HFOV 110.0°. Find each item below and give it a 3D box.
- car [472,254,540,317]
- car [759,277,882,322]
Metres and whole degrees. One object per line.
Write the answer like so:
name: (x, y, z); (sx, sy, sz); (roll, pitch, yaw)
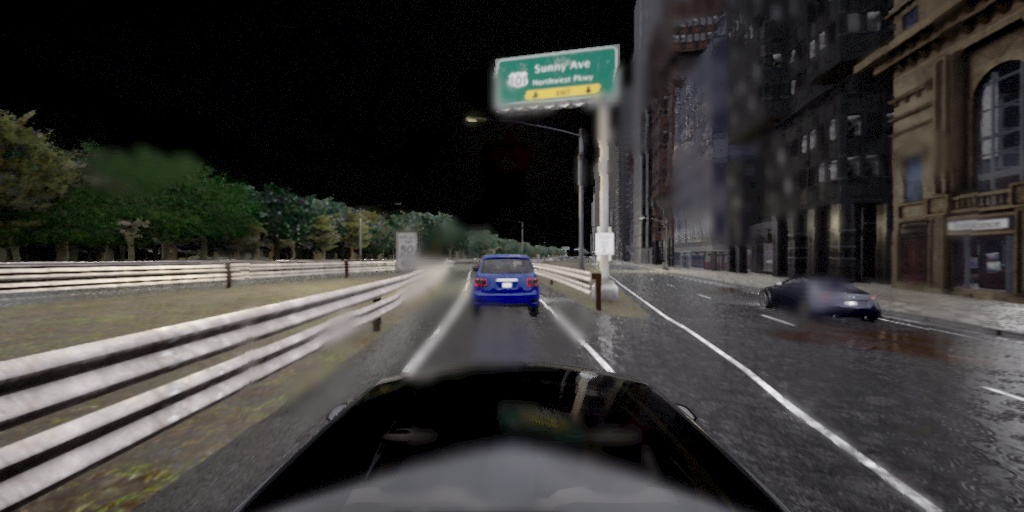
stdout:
car: (-0.290, 0.963, 13.401); (2.150, 2.045, 5.566); (0, 0, -3)
car: (10.917, 1.443, 13.093); (1.994, 1.385, 4.181); (0, 0, 11)
